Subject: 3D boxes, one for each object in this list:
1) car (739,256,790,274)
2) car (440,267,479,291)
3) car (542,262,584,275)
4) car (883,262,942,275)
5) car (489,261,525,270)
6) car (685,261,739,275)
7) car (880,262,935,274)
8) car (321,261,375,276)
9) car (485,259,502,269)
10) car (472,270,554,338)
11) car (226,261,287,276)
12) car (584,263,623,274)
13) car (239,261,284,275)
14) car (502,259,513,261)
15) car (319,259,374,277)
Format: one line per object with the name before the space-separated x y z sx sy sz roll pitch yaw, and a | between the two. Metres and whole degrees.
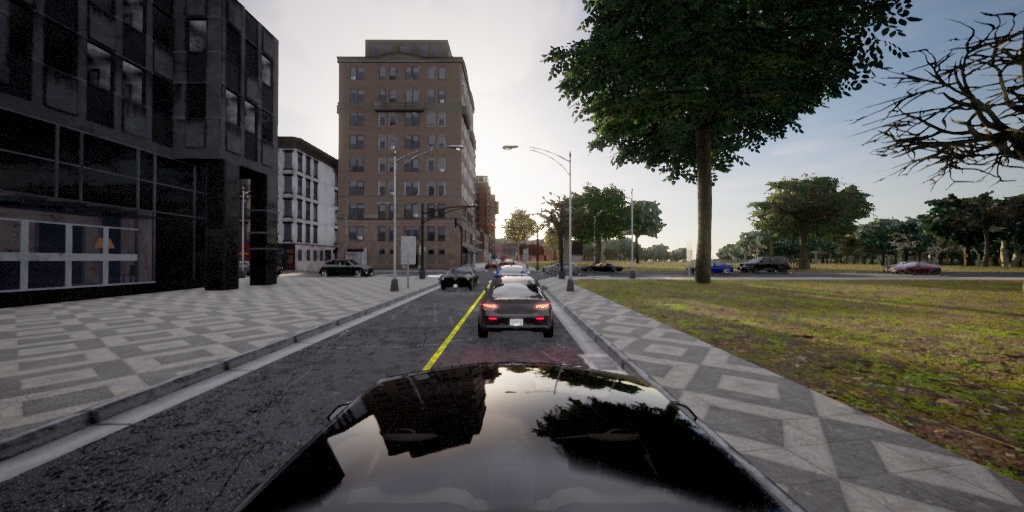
car | 30.502 1.086 43.445 5.566 2.045 2.150 0 -1 0
car | -3.182 1.363 22.310 1.895 1.301 4.718 0 0 0
car | 5.335 1.356 39.486 4.181 1.385 1.994 0 0 -10
car | 45.187 1.382 40.195 4.674 1.442 1.812 0 -1 0
car | -0.014 1.238 19.512 1.882 1.535 5.008 0 0 0
car | 22.015 1.296 40.153 5.008 1.535 1.882 0 -1 0
car | 47.800 1.427 43.430 4.674 1.442 1.812 0 -1 0
car | -16.627 1.277 36.519 4.674 1.442 1.812 0 -1 -2
car | -3.084 1.419 56.196 1.895 1.301 4.718 0 0 1
car | 0.076 1.278 10.122 1.812 1.442 4.674 0 0 -1
car | -25.882 1.260 36.469 4.892 1.490 1.837 0 -1 0
car | 10.755 1.444 43.347 4.718 1.301 1.895 0 -1 0
car | -24.383 1.210 33.226 4.902 1.511 2.128 0 -1 0
car | -0.468 1.298 57.243 1.882 1.535 5.008 0 0 0
car | -15.246 1.068 33.272 4.553 1.767 2.097 0 -1 0
